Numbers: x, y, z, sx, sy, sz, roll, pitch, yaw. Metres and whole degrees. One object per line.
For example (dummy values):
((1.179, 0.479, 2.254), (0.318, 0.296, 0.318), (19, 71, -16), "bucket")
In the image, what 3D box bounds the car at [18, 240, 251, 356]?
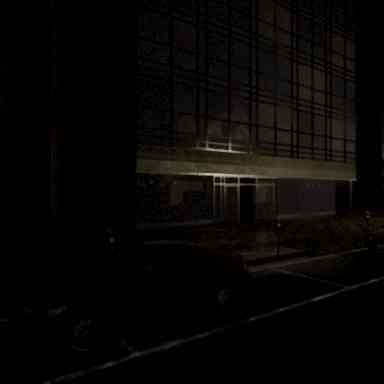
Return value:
((-0.762, 1.577, 5.988), (4.206, 1.307, 1.802), (0, 0, -36), "car")

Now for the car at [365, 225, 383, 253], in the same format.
((8.280, 1.507, 12.439), (4.829, 1.417, 1.752), (0, 0, -36), "car")
